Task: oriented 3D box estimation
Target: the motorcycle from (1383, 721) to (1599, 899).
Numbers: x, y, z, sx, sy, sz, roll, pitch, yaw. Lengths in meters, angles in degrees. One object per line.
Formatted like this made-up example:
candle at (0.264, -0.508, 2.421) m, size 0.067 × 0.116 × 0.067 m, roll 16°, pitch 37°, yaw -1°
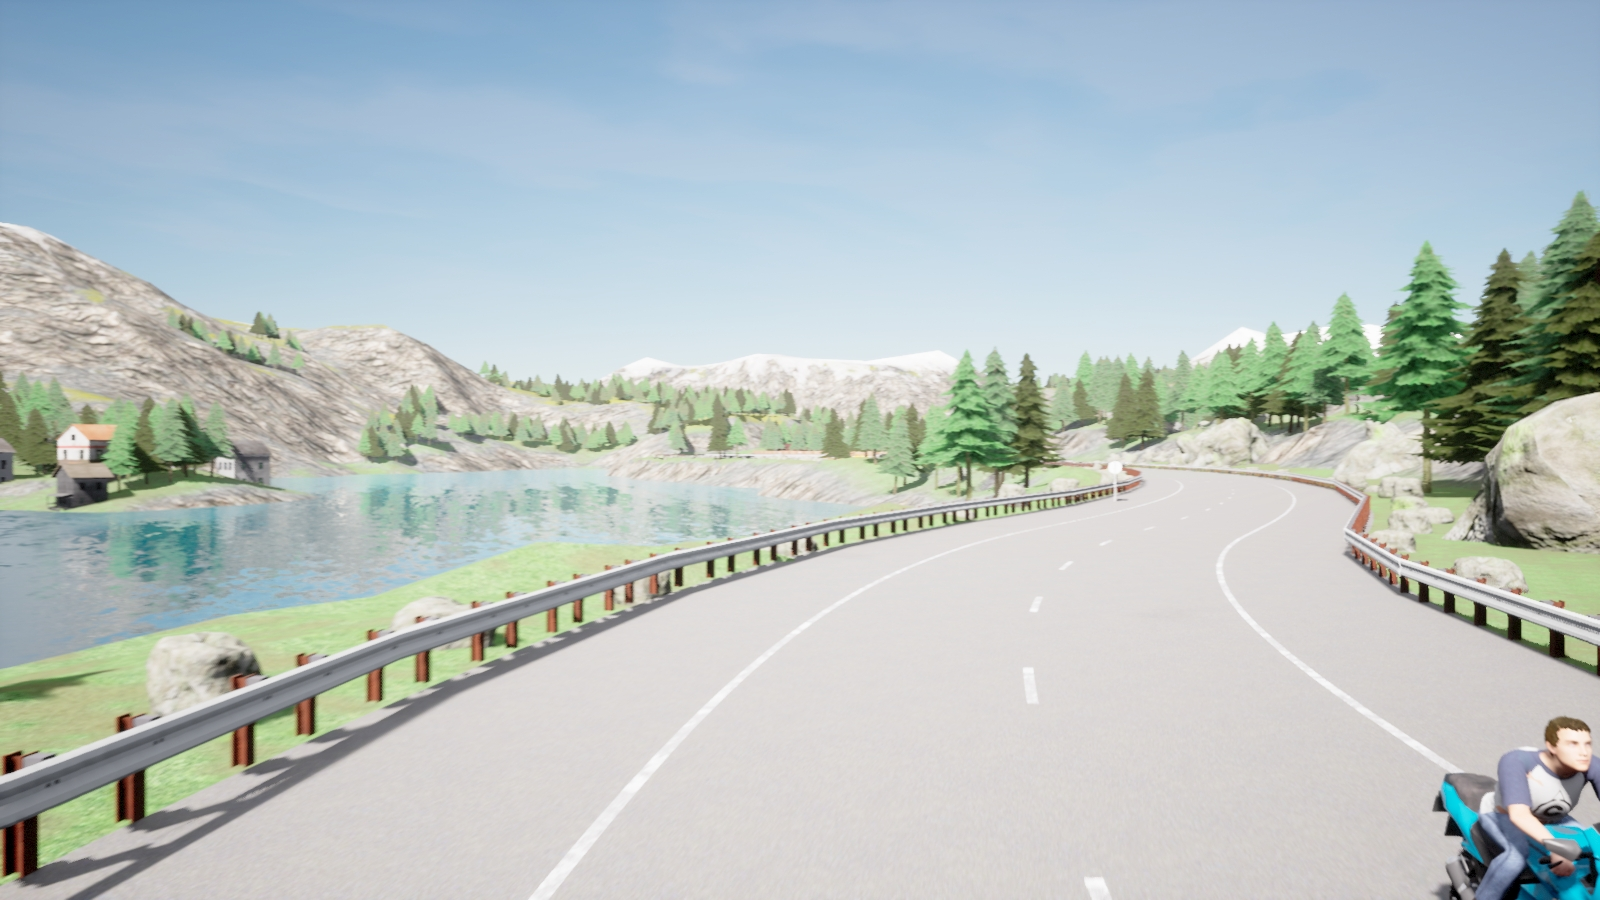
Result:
motorcycle at (3.693, 2.180, 5.569) m, size 0.803 × 1.217 × 2.033 m, roll 0°, pitch 0°, yaw 5°
